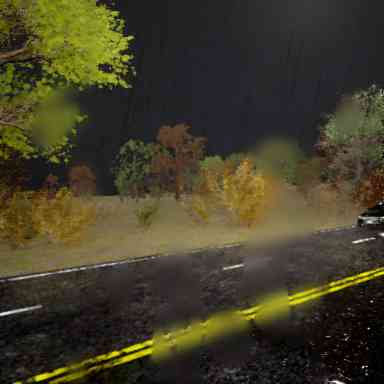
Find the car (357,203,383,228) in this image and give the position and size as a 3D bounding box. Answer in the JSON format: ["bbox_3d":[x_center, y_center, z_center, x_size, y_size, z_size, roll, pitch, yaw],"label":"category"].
[{"bbox_3d":[11.853,1.354,19.990,4.674,1.442,1.812,-2,-1,-35],"label":"car"}]
